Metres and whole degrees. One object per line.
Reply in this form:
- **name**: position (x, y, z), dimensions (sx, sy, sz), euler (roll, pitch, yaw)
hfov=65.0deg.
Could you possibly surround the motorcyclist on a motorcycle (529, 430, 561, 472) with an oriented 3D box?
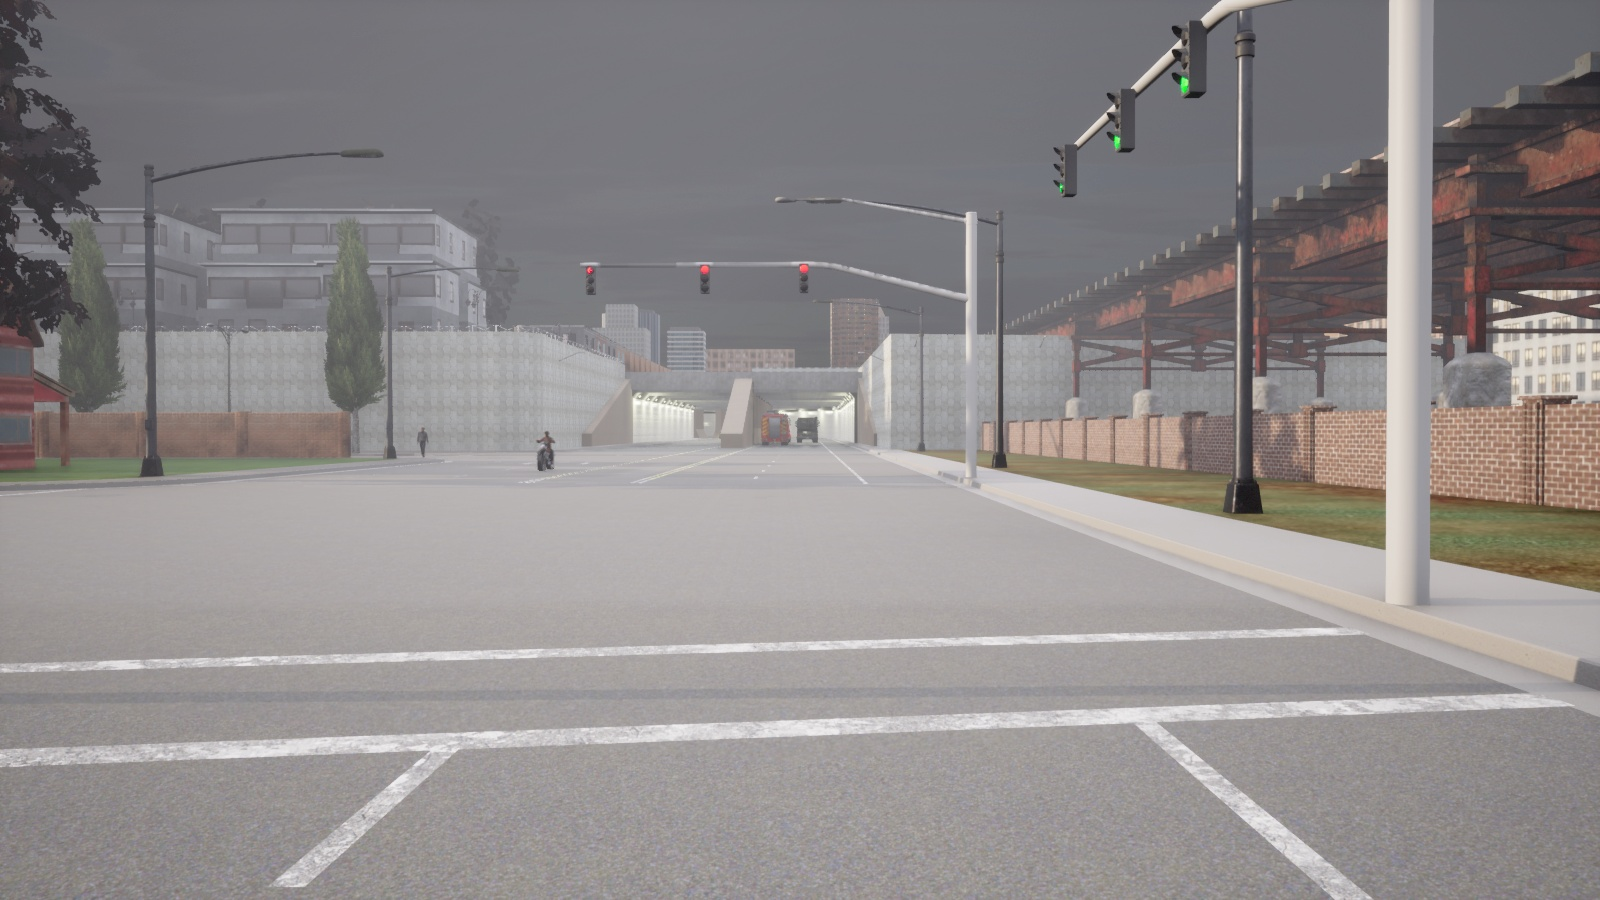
- **motorcyclist on a motorcycle**: position (-10.195, 0.019, 50.252), dimensions (0.766, 1.649, 2.350), euler (0, 1, 0)

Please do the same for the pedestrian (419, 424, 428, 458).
- **pedestrian**: position (-21.716, -0.530, 72.370), dimensions (0.423, 1.949, 0.788), euler (0, 1, -13)
